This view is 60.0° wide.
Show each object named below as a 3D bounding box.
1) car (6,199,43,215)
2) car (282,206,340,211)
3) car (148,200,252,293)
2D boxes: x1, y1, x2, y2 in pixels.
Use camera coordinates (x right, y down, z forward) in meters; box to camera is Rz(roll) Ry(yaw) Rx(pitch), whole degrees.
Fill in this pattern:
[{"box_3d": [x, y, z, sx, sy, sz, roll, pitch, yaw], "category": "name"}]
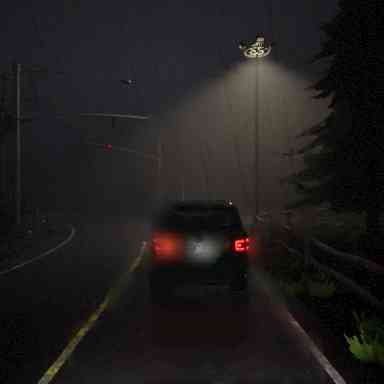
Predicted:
[{"box_3d": [-17.202, 1.505, 33.802, 4.892, 1.490, 1.837, 0, 0, 30], "category": "car"}, {"box_3d": [10.701, 1.628, 30.144, 4.718, 1.301, 1.895, 0, 0, 0], "category": "car"}, {"box_3d": [0.008, 1.221, 9.065, 2.150, 2.045, 5.566, 0, 0, -5], "category": "car"}]
